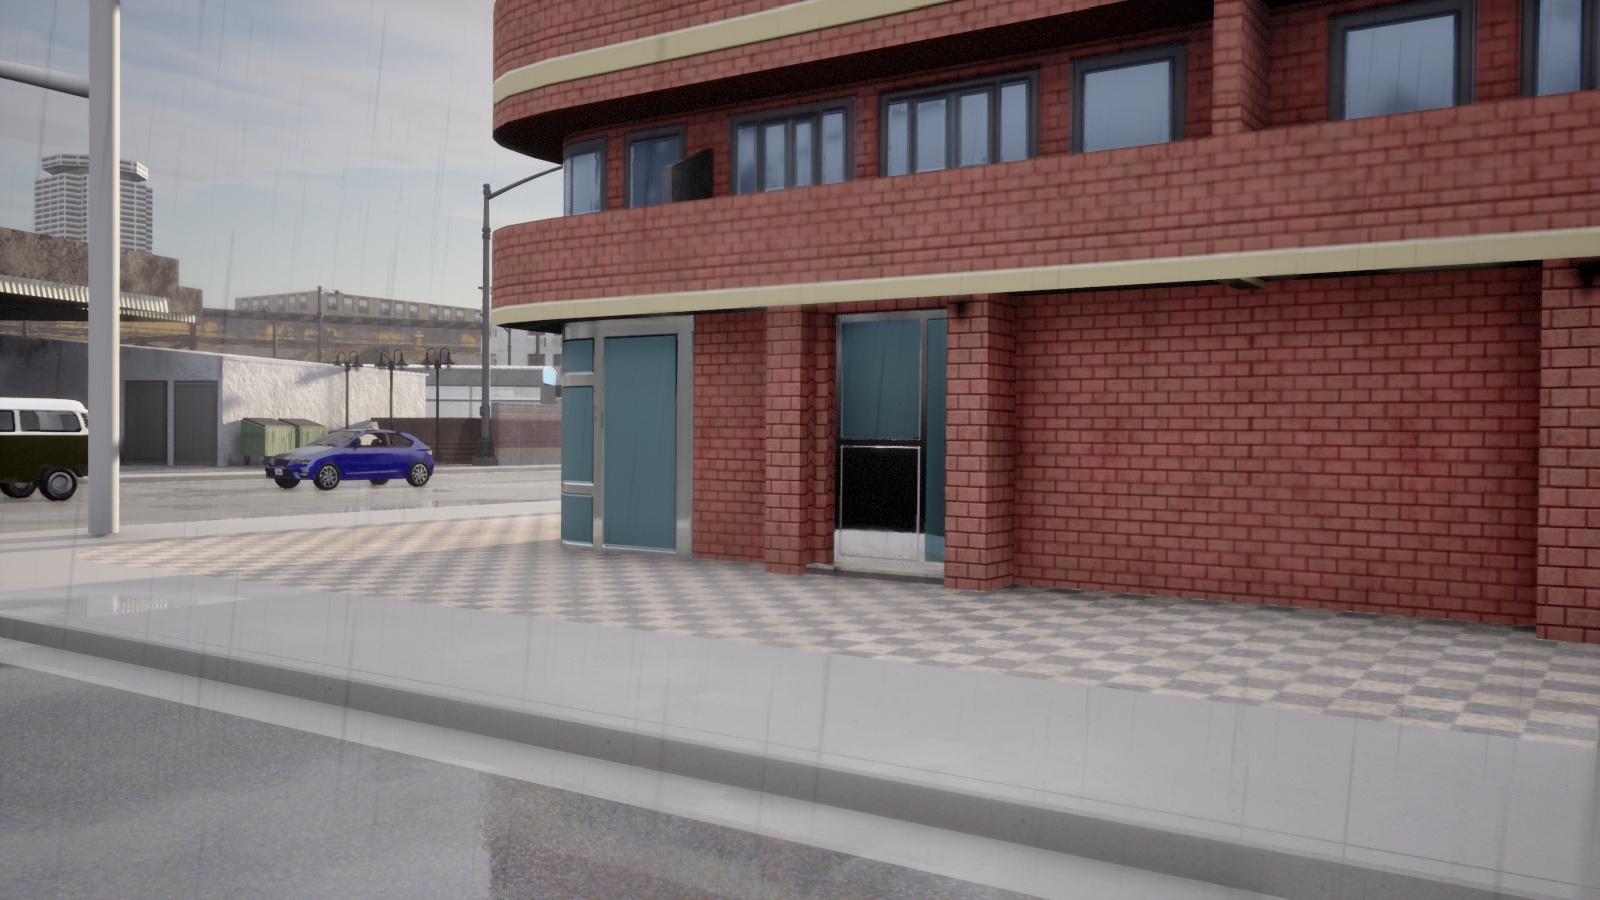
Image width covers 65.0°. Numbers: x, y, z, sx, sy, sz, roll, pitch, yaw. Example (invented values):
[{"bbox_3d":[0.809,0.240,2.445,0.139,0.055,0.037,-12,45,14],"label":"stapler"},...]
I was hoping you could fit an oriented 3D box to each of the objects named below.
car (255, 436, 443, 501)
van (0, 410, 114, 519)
[{"bbox_3d":[-11.221,0.416,31.509,1.816,1.474,4.193,0,1,33],"label":"car"},{"bbox_3d":[-15.985,0.273,24.126,2.069,2.038,4.480,0,1,32],"label":"van"}]
